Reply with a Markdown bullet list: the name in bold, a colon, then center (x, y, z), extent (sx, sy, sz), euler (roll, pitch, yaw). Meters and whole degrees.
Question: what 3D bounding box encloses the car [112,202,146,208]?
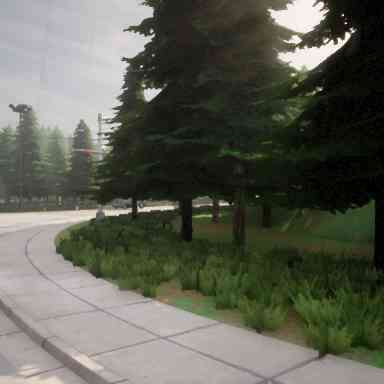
- **car**: center (-8.181, 1.491, 43.600), extent (2.128, 1.511, 4.902), euler (0, 0, 37)
